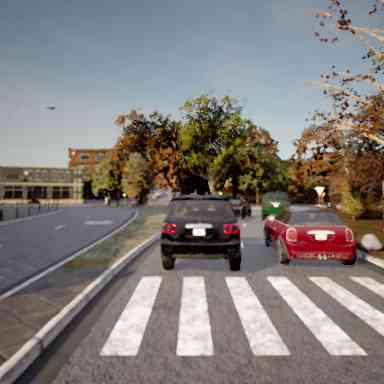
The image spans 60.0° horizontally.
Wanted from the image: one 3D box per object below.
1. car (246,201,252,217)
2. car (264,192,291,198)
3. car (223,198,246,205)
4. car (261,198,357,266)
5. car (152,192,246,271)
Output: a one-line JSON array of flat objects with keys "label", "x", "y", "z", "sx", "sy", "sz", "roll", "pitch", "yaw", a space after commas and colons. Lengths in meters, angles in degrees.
[{"label": "car", "x": 3.642, "y": 1.309, "z": 26.636, "sx": 2.128, "sy": 1.511, "sz": 4.902, "roll": 0, "pitch": 0, "yaw": 18}, {"label": "car", "x": 6.584, "y": 1.017, "z": 25.377, "sx": 2.150, "sy": 2.045, "sz": 5.566, "roll": -1, "pitch": 0, "yaw": 18}, {"label": "car", "x": 9.696, "y": 2.169, "z": 75.854, "sx": 4.892, "sy": 1.490, "sz": 1.837, "roll": -1, "pitch": -1, "yaw": 30}, {"label": "car", "x": 3.761, "y": 1.241, "z": 11.372, "sx": 2.097, "sy": 1.767, "sz": 4.553, "roll": 0, "pitch": 1, "yaw": 5}, {"label": "car", "x": 0.391, "y": 1.112, "z": 10.788, "sx": 2.150, "sy": 2.045, "sz": 5.566, "roll": 0, "pitch": -1, "yaw": 5}]
